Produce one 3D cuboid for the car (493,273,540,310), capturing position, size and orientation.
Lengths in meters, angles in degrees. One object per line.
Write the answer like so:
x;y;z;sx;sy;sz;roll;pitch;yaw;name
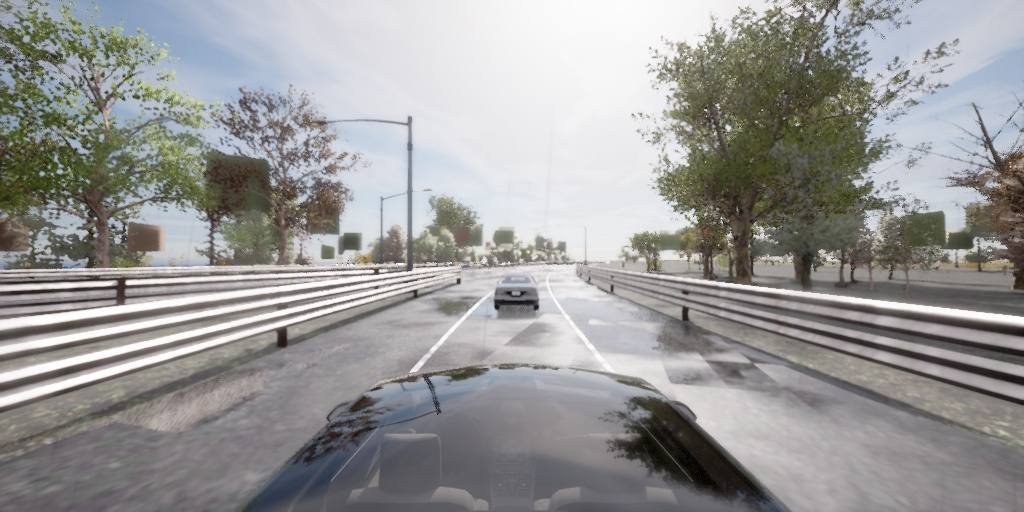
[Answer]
0.244;1.421;15.512;2.033;1.411;5.357;0;0;2;car
